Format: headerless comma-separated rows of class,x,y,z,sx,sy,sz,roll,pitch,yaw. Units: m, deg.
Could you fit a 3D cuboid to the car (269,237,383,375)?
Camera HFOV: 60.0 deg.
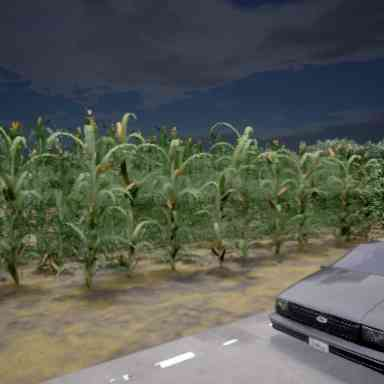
car,3.760,1.540,5.786,5.357,1.411,2.033,0,0,-36
